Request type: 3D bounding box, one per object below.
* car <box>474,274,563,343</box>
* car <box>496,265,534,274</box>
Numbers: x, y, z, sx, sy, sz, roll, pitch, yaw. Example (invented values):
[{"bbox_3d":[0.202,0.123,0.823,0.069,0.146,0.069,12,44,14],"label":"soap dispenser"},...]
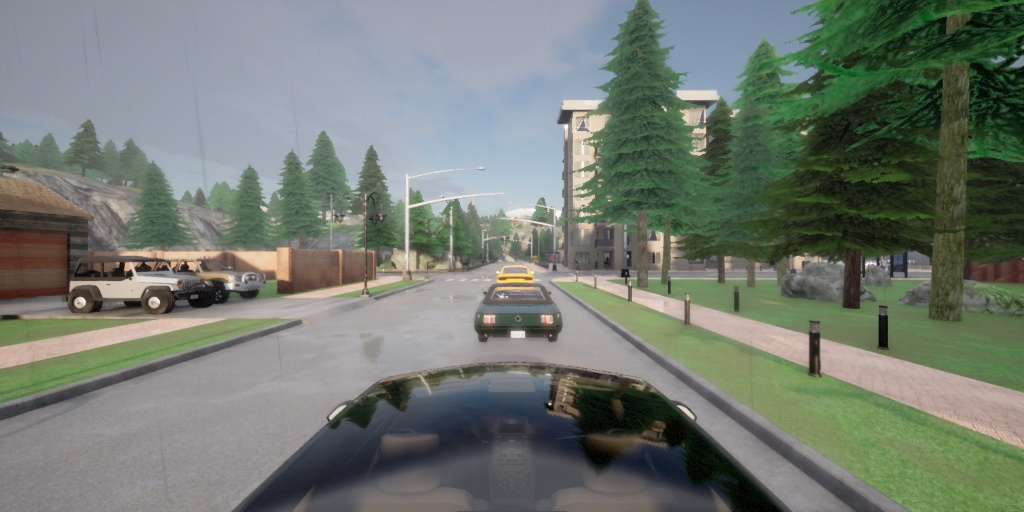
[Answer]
[{"bbox_3d":[0.145,1.351,9.700,1.895,1.301,4.718,0,0,0],"label":"car"},{"bbox_3d":[0.174,1.228,19.040,1.882,1.535,5.008,0,0,0],"label":"car"}]
